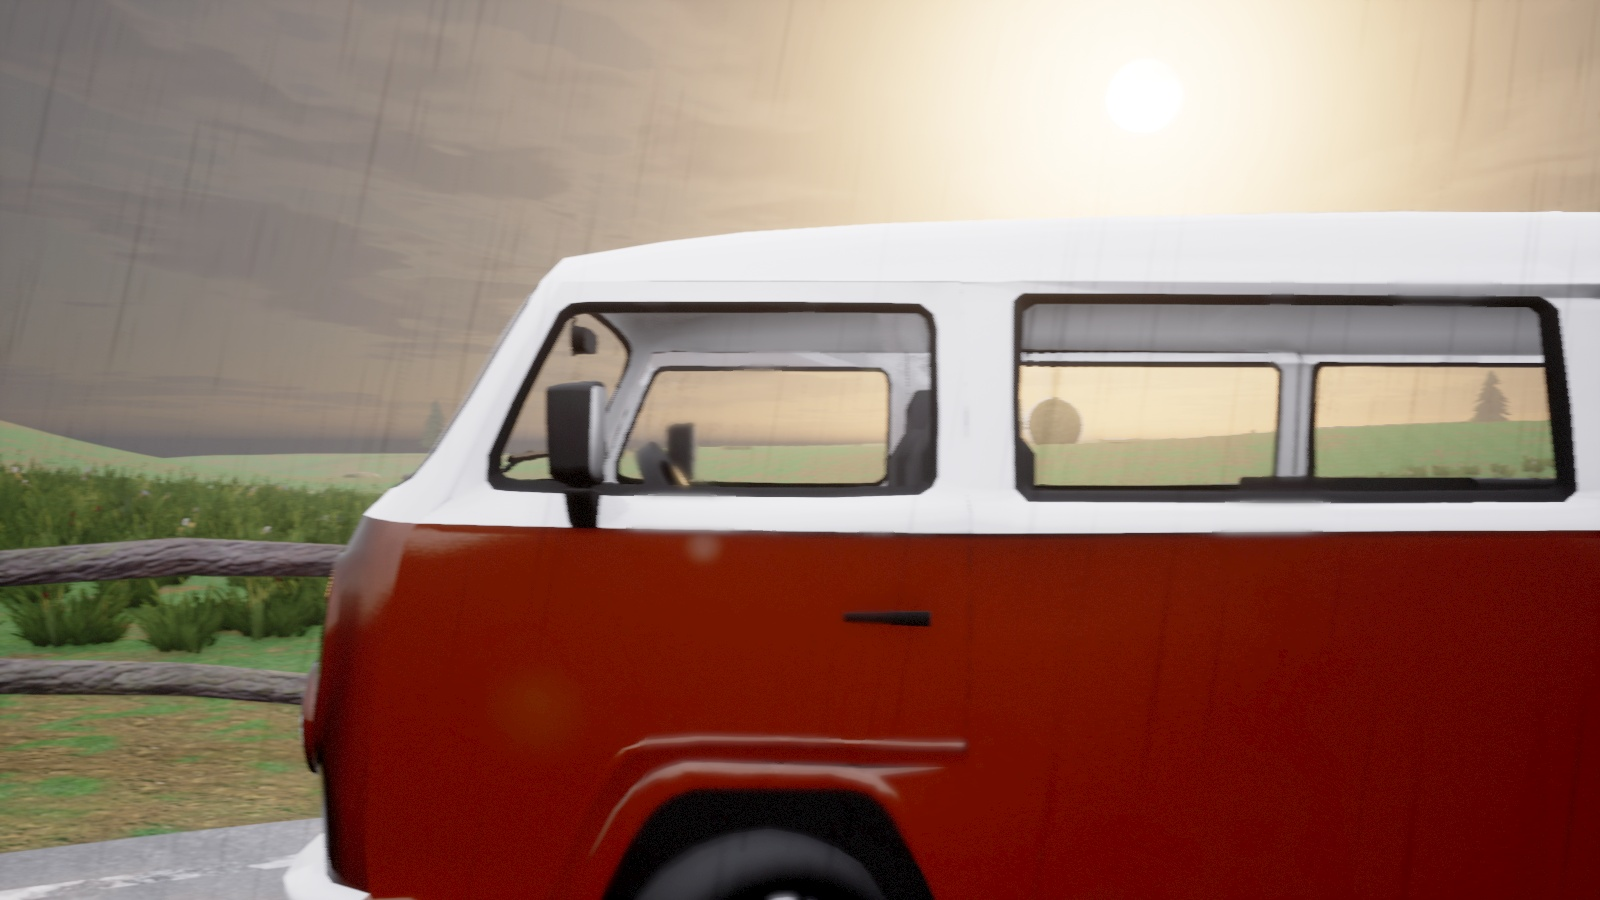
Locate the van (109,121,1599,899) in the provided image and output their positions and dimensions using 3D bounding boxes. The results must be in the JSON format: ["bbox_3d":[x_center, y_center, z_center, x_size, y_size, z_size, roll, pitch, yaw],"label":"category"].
[{"bbox_3d":[1.007,0.448,3.285,4.480,2.038,2.069,0,-1,0],"label":"van"}]
